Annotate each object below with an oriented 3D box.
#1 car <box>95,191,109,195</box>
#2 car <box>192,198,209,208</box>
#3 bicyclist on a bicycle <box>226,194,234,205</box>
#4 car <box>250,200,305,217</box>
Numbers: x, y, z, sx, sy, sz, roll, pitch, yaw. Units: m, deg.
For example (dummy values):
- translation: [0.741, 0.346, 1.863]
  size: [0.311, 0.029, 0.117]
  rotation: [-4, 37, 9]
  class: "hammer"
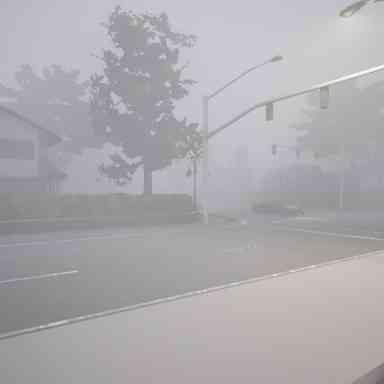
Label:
- translation: [-20.436, 0.855, 75.241]
  size: [2.150, 2.045, 5.566]
  rotation: [0, 0, -36]
  class: "car"
- translation: [0.103, 1.422, 41.254]
  size: [1.812, 1.442, 4.674]
  rotation: [0, 1, -36]
  class: "car"
- translation: [5.885, 1.176, 51.080]
  size: [1.656, 1.620, 0.582]
  rotation: [0, 0, -36]
  class: "bicyclist on a bicycle"
- translation: [7.683, 1.472, 30.500]
  size: [2.033, 1.411, 5.357]
  rotation: [0, 0, -31]
  class: "car"
